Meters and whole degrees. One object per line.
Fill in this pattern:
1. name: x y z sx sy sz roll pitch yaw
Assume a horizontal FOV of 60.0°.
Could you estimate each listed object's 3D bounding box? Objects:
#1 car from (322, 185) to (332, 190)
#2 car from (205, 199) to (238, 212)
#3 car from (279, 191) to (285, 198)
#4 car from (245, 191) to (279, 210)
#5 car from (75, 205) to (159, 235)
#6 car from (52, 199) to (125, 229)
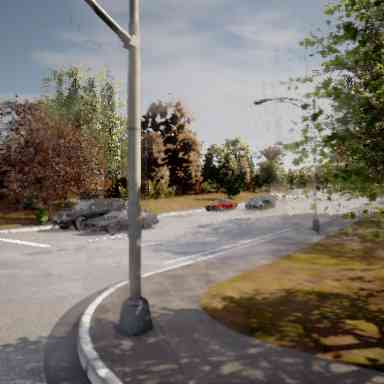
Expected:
1. car: 34.725 -1.087 84.759 1.812 1.442 4.674 0 2 1
2. car: 3.386 1.519 38.206 1.895 1.301 4.718 -1 2 36
3. car: 12.759 0.432 50.979 1.812 1.442 4.674 -1 2 36
4. car: 7.946 1.108 38.522 2.097 1.767 4.553 -1 2 36
5. car: -4.439 1.814 21.482 2.033 1.411 5.357 -1 0 36
6. car: -7.063 1.533 23.832 2.150 2.045 5.566 -1 0 36
